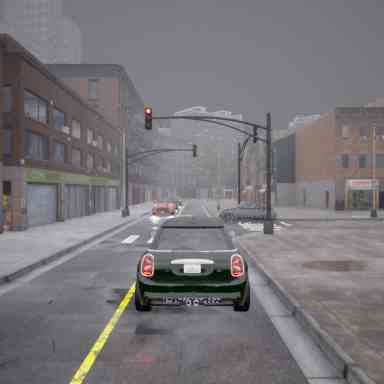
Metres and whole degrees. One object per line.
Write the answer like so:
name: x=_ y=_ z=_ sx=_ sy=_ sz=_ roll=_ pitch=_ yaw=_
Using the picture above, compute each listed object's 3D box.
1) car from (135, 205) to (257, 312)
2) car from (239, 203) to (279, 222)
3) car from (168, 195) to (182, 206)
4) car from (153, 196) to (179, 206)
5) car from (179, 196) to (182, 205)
car: x=0.022 y=1.352 z=7.894 sx=2.097 sy=1.767 sz=4.553 roll=0 pitch=0 yaw=0
car: x=4.113 y=1.533 z=24.120 sx=4.181 sy=1.385 sz=1.994 roll=0 pitch=0 yaw=14
car: x=-2.742 y=1.380 z=54.887 sx=2.097 sy=1.767 sz=4.553 roll=0 pitch=0 yaw=0
car: x=-2.791 y=1.359 z=33.887 sx=2.097 sy=1.767 sz=4.553 roll=0 pitch=0 yaw=0
car: x=-2.772 y=1.563 z=44.222 sx=2.033 sy=1.411 sz=5.357 roll=0 pitch=0 yaw=0
